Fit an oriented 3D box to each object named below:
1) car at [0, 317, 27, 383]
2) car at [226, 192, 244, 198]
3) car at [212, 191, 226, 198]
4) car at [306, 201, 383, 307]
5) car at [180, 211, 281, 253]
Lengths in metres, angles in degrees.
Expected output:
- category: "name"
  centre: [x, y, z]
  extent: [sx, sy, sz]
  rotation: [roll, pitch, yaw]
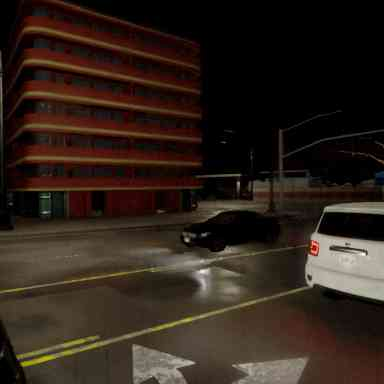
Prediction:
- category: "car"
  centre: [-3.646, 1.222, 1.151]
  extent: [5.566, 2.045, 2.150]
  rotation: [0, 0, -35]
- category: "car"
  centre: [11.419, 0.817, 85.111]
  extent: [3.806, 1.475, 1.970]
  rotation: [-1, 1, -35]
- category: "car"
  centre: [7.453, 0.671, 89.338]
  extent: [4.611, 1.667, 2.242]
  rotation: [-1, 1, -35]
- category: "car"
  centre: [4.797, 1.217, 7.148]
  extent: [5.566, 2.045, 2.150]
  rotation: [0, 0, -35]
- category: "car"
  centre: [1.719, 1.521, 13.771]
  extent: [4.674, 1.442, 1.812]
  rotation: [0, 0, -35]
